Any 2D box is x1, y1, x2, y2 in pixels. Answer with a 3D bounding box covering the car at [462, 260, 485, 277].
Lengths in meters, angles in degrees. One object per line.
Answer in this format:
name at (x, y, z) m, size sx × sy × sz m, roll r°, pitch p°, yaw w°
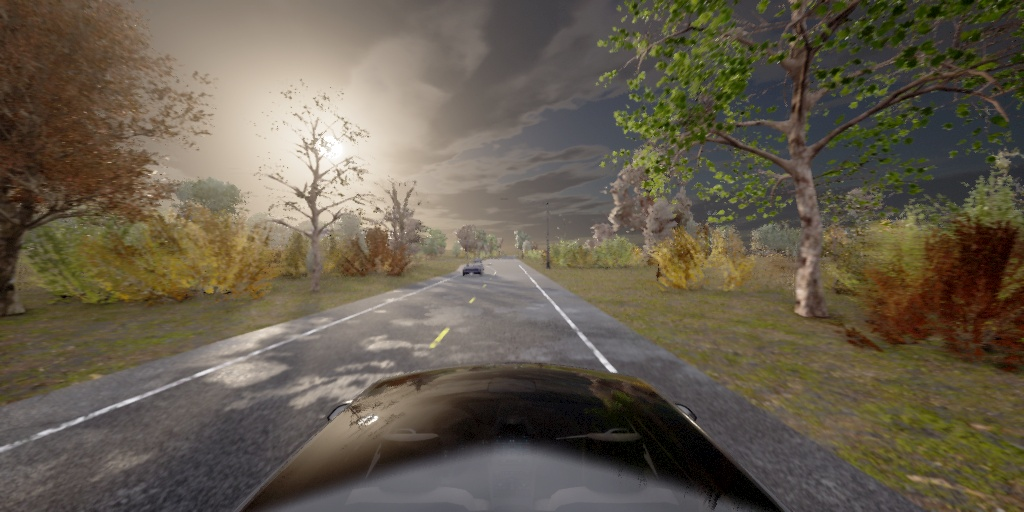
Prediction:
car at (-3.729, 1.310, 35.038) m, size 1.895 × 1.301 × 4.718 m, roll 0°, pitch 0°, yaw -1°
